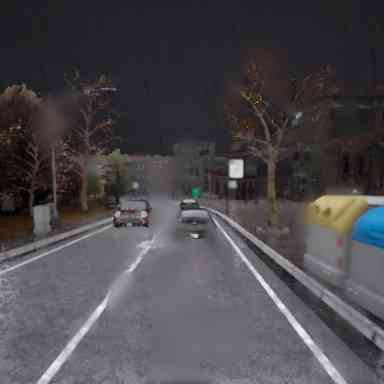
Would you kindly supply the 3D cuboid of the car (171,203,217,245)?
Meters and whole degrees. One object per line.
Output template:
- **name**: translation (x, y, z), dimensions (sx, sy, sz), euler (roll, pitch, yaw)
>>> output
- **car**: translation (0.103, 1.474, 15.488), dimensions (1.837, 1.490, 4.892), euler (0, 0, 0)

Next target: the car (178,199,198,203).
- **car**: translation (-0.354, 1.400, 33.742), dimensions (1.882, 1.535, 5.008), euler (0, 0, -4)

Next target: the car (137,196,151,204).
- **car**: translation (-9.220, 1.524, 63.228), dimensions (2.033, 1.411, 5.357), euler (-2, 0, -15)

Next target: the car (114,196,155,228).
- **car**: translation (-3.659, 1.308, 21.643), dimensions (2.097, 1.767, 4.553), euler (0, 0, -1)
